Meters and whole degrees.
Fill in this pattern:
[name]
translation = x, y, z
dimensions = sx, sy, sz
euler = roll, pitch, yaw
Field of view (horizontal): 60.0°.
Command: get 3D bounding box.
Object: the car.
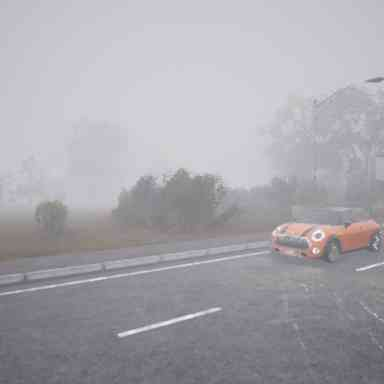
[car]
translation = 4.911, 1.357, 12.093
dimensions = 4.553, 1.767, 2.097
euler = 0, 0, -38
